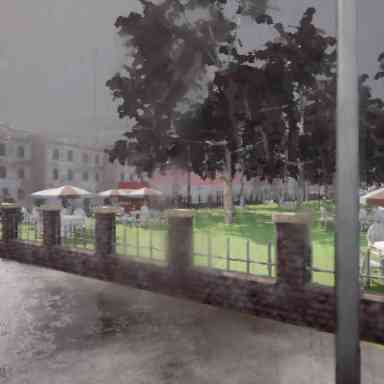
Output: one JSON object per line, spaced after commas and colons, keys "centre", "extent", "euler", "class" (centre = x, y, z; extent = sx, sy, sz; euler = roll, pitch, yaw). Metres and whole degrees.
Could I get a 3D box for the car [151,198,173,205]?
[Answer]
{"centre": [-4.389, 1.630, 54.764], "extent": [2.033, 1.411, 5.357], "euler": [0, 0, 36], "class": "car"}
